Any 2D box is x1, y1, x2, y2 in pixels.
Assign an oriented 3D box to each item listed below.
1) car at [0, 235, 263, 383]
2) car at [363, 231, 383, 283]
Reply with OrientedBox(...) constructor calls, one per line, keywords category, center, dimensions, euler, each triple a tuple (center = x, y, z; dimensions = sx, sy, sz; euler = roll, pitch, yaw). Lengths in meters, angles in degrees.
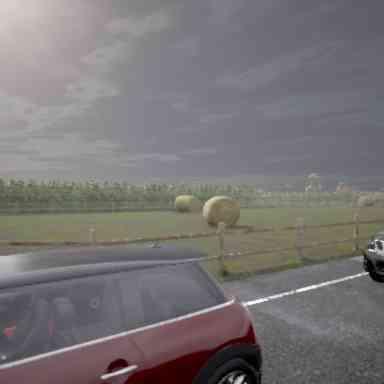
OrientedBox(category="car", center=(-1.537, 1.355, 2.894), dimensions=(4.553, 1.767, 2.097), euler=(1, 0, -35))
OrientedBox(category="car", center=(6.884, 1.334, 8.885), dimensions=(5.566, 2.045, 2.150), euler=(1, 0, -35))
